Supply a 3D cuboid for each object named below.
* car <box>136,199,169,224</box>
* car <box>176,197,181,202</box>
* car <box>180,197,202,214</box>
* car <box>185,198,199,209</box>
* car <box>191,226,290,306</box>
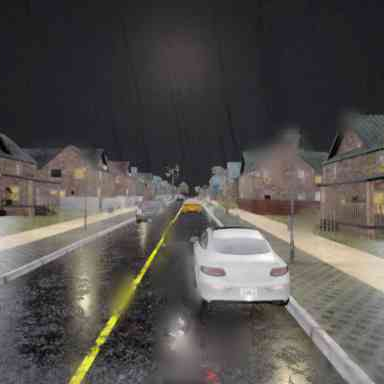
[{"bbox_3d":[-2.881,1.365,25.011,2.097,1.767,4.553,0,0,0],"label":"car"},{"bbox_3d":[-2.853,1.735,80.068,1.895,1.301,4.718,0,0,0],"label":"car"},{"bbox_3d":[0.025,1.503,35.157,1.882,1.535,5.008,0,0,0],"label":"car"},{"bbox_3d":[-0.017,1.550,46.306,1.837,1.490,4.892,0,0,1],"label":"car"},{"bbox_3d":[0.952,1.528,7.903,1.812,1.442,4.674,0,0,0],"label":"car"}]
